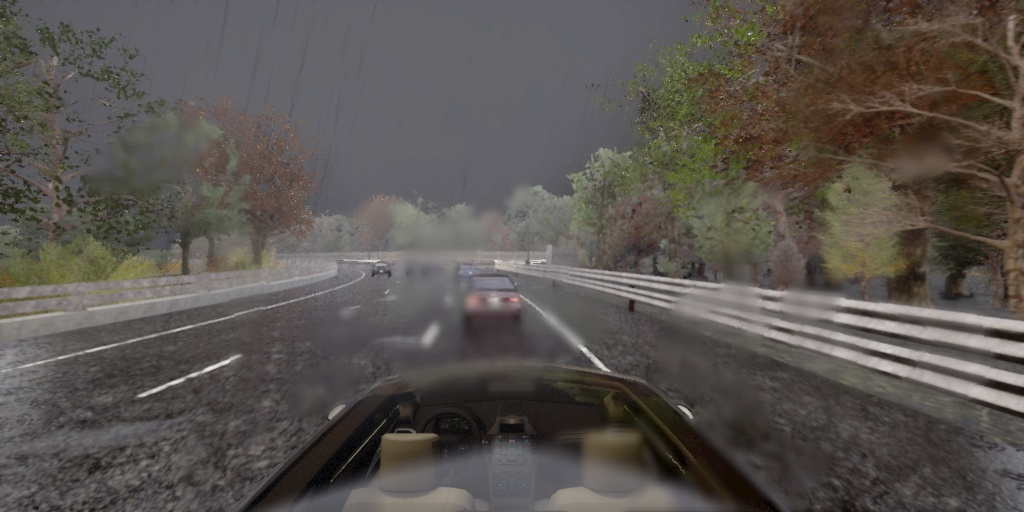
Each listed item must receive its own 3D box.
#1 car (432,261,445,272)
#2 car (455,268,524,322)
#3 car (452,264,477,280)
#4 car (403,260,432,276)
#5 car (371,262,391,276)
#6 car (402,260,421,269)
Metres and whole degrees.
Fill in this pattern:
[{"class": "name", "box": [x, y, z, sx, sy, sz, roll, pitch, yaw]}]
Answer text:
[{"class": "car", "box": [-10.350, 1.387, 47.679, 2.033, 1.411, 5.357, 0, 0, -25]}, {"class": "car", "box": [-0.740, 1.316, 12.497, 2.033, 1.411, 5.357, 0, 0, -6]}, {"class": "car", "box": [-3.803, 1.348, 29.662, 2.033, 1.411, 5.357, 0, 0, -15]}, {"class": "car", "box": [-10.123, 1.315, 37.937, 2.128, 1.511, 4.902, 0, 0, -20]}, {"class": "car", "box": [-13.753, 1.354, 37.729, 1.812, 1.442, 4.674, 0, 0, -20]}, {"class": "car", "box": [-16.706, 1.373, 59.500, 1.837, 1.490, 4.892, 0, 0, -32]}]
